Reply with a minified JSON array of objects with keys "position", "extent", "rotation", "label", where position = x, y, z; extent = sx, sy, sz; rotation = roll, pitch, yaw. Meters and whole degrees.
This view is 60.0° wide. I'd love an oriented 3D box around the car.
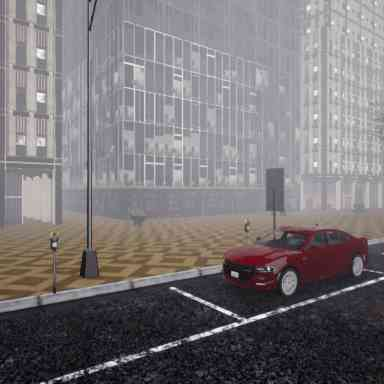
[{"position":[2.758,1.545,8.538],"extent":[4.507,1.381,1.887],"rotation":[0,0,-36],"label":"car"}]
